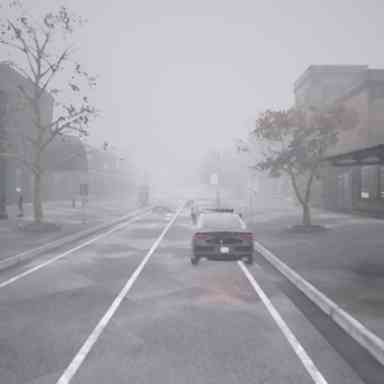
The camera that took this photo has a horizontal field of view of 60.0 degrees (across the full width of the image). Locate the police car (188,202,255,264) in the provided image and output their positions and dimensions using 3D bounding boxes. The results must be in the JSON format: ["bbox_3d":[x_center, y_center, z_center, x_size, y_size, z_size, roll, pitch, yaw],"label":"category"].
[{"bbox_3d":[0.899,1.372,11.720,1.930,1.638,5.238,0,0,0],"label":"police car"}]

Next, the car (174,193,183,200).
[{"bbox_3d":[-3.006,0.899,74.798,2.128,1.511,4.902,0,1,0],"label":"car"}]

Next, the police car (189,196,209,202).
[{"bbox_3d":[0.898,1.332,27.721,1.930,1.638,5.238,0,0,0],"label":"police car"}]

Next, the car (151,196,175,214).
[{"bbox_3d":[-3.098,1.415,34.603,1.812,1.442,4.674,0,0,0],"label":"car"}]

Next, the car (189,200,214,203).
[{"bbox_3d":[0.898,1.448,21.611,1.812,1.442,4.674,0,0,0],"label":"car"}]

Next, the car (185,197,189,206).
[{"bbox_3d":[0.013,1.366,49.631,1.812,1.442,4.674,0,0,0],"label":"car"}]
